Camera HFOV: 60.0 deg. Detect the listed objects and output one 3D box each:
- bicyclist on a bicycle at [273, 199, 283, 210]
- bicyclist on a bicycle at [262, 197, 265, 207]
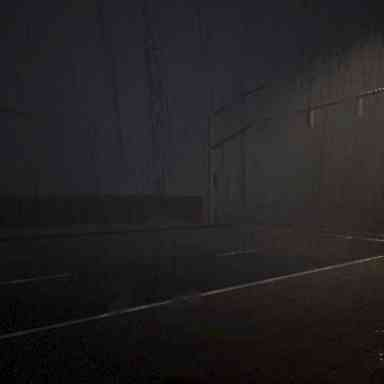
[{"bbox_3d":[12.427,1.829,48.065,1.656,1.620,0.582,0,0,-23],"label":"bicyclist on a bicycle"},{"bbox_3d":[11.428,1.697,52.974,0.582,1.620,1.656,0,0,21],"label":"bicyclist on a bicycle"}]
